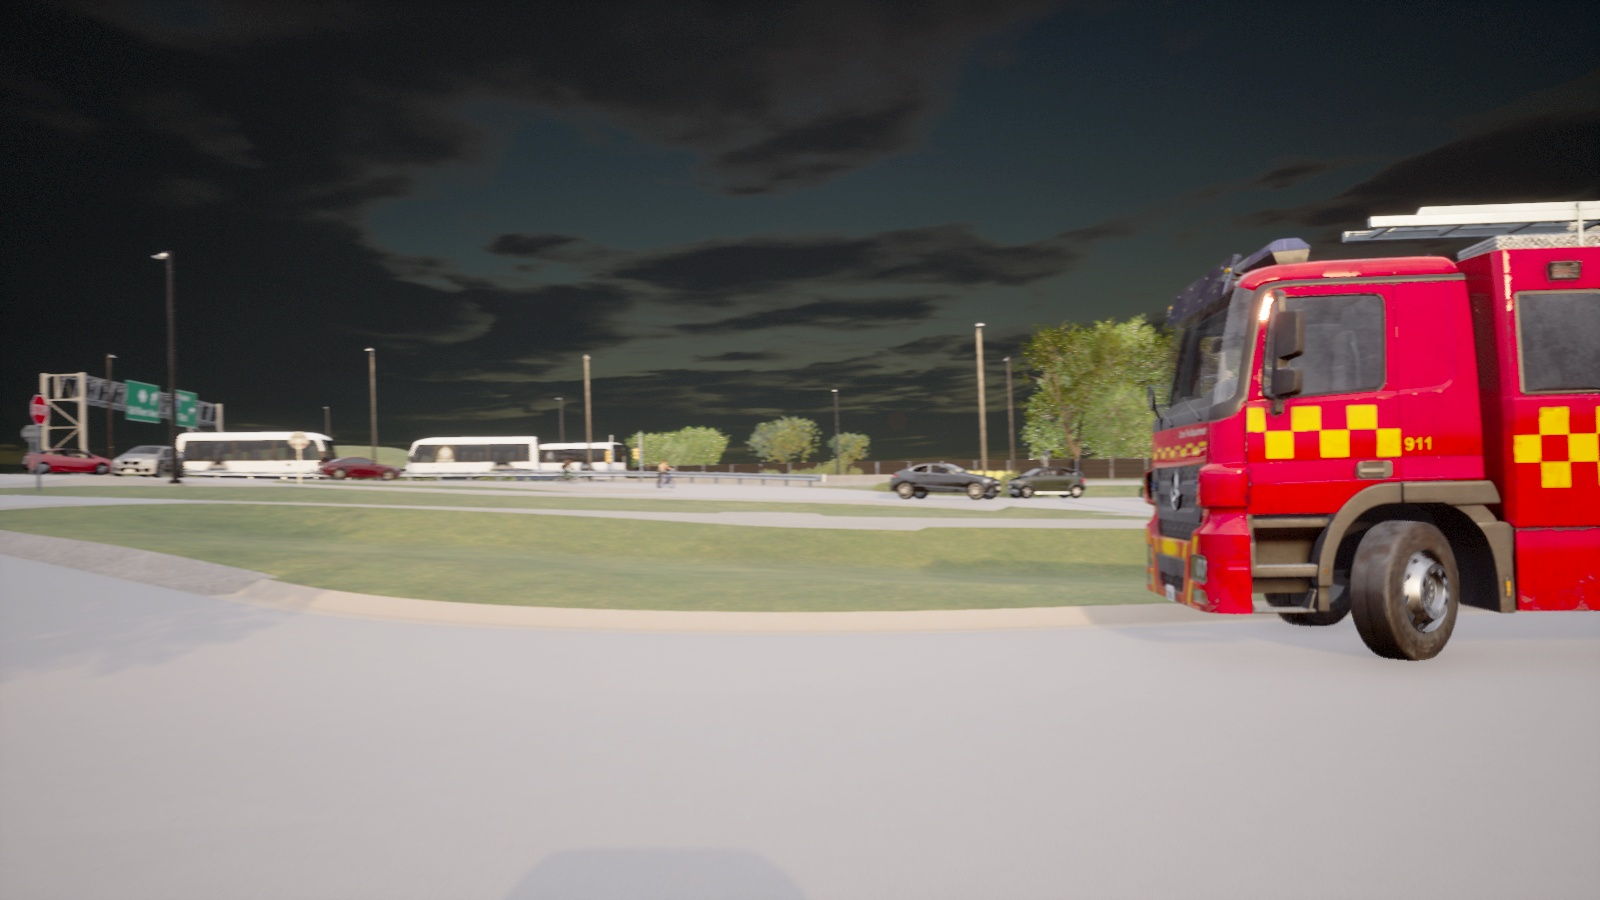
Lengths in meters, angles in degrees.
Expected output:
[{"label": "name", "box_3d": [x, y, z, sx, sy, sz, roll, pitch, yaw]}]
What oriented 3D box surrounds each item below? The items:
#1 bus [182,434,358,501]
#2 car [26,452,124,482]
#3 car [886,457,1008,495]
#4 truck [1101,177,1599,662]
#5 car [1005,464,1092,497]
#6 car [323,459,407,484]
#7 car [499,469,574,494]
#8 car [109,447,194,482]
[{"label": "bus", "box_3d": [-35.806, 1.207, 85.204, 10.273, 4.253, 3.944, -1, -2, -5]}, {"label": "car", "box_3d": [-40.611, 0.974, 70.356, 4.514, 1.525, 2.007, 2, -3, -37]}, {"label": "car", "box_3d": [6.622, 1.193, 56.584, 5.027, 1.651, 2.152, -1, -2, 26]}, {"label": "truck", "box_3d": [7.336, -0.261, 11.442, 8.468, 3.827, 2.891, -2, -2, 4]}, {"label": "car", "box_3d": [12.042, 1.481, 61.013, 3.705, 1.549, 1.789, 0, -2, -11]}, {"label": "car", "box_3d": [-26.335, 1.337, 76.034, 4.674, 1.442, 1.812, 1, -2, -22]}, {"label": "car", "box_3d": [-18.181, 2.198, 86.840, 4.856, 1.649, 2.033, -1, -2, -5]}, {"label": "car", "box_3d": [-33.268, 0.777, 64.562, 2.242, 1.667, 4.611, 1, -2, -4]}]
